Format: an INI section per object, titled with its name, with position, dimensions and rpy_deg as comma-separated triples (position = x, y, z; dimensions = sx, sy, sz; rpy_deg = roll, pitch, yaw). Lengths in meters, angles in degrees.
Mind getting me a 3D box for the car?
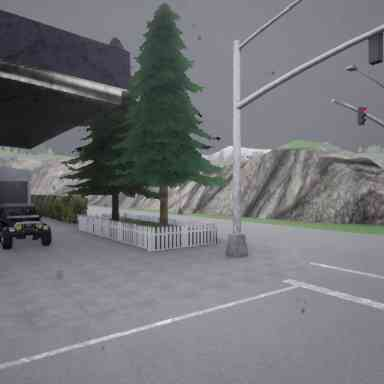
[car]
position = -8.074, 1.505, 15.784
dimensions = 1.905, 1.878, 3.866
rpy_deg = 0, 0, -37
